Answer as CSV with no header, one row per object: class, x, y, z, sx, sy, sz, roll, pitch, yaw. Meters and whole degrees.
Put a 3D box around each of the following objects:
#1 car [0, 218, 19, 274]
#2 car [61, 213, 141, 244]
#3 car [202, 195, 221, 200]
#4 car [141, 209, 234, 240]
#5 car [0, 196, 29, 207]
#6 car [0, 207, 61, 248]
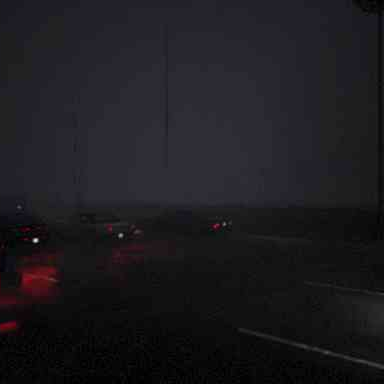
car,-6.947,1.526,8.959,5.008,1.535,1.882,0,0,36
car,-4.986,1.660,16.160,4.718,1.301,1.895,0,0,36
car,4.678,1.397,79.963,4.605,1.855,1.932,0,0,36
car,-0.495,1.593,17.251,5.357,1.411,2.033,0,0,36
car,-16.131,1.354,28.425,5.566,2.045,2.150,0,0,36
car,-7.846,1.569,13.902,4.892,1.490,1.837,0,0,36
